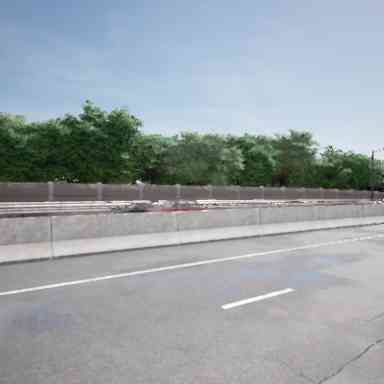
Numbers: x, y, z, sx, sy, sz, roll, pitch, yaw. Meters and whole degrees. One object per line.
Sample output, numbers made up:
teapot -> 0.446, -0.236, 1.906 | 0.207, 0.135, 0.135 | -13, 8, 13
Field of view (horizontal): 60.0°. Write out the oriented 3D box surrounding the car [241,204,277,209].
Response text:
car -> 4.810, 1.583, 24.551 | 5.357, 1.411, 2.033 | 0, 0, -35

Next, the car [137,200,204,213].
car -> -1.302, 1.364, 24.526 | 4.553, 1.767, 2.097 | 0, 0, -35

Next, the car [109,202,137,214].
car -> -4.341, 1.533, 26.668 | 4.674, 1.442, 1.812 | 0, 0, -35
